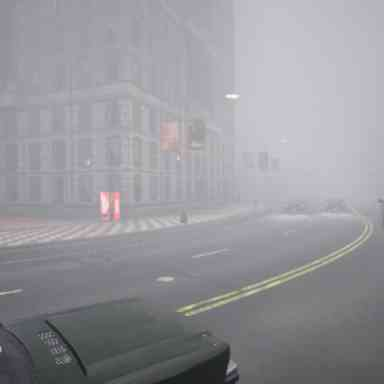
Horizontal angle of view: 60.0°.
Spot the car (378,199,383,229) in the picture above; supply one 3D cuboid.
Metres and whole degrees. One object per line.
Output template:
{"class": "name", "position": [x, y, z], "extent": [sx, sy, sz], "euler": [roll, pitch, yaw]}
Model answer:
{"class": "car", "position": [12.000, 0.987, 18.895], "extent": [2.150, 2.045, 5.566], "euler": [0, 0, 27]}

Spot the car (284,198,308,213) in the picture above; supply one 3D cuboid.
{"class": "car", "position": [10.131, 1.300, 32.283], "extent": [1.895, 1.301, 4.718], "euler": [0, 0, 23]}

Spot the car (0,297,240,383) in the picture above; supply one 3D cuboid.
{"class": "car", "position": [-1.889, 1.601, 2.458], "extent": [4.718, 1.301, 1.895], "euler": [-1, 0, -37]}

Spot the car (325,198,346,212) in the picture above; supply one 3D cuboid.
{"class": "car", "position": [14.488, 1.254, 33.596], "extent": [1.895, 1.301, 4.718], "euler": [0, 0, 23]}
